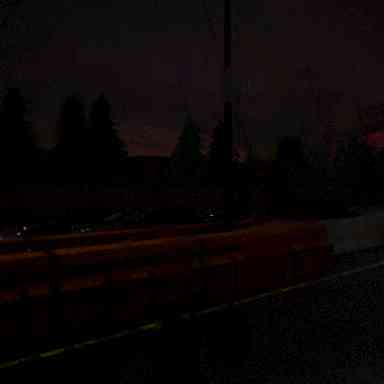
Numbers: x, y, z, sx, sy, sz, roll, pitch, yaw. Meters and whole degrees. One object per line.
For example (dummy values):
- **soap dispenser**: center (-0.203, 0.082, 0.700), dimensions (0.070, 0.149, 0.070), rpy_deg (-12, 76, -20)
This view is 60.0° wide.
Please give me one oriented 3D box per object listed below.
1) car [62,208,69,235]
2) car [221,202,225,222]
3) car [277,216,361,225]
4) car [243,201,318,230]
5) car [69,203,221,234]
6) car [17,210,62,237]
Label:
- **car**: center (-2.967, 1.488, 14.748), dimensions (4.674, 1.442, 1.812), rpy_deg (0, 0, -35)
- **car**: center (2.588, 1.409, 23.004), dimensions (4.892, 1.490, 1.837), rpy_deg (0, 0, -35)
- **car**: center (6.889, 1.449, 17.478), dimensions (5.357, 1.411, 2.033), rpy_deg (0, 0, -35)
- **car**: center (5.599, 1.402, 20.837), dimensions (4.892, 1.490, 1.837), rpy_deg (0, 0, -35)
- **car**: center (-1.518, 1.319, 11.482), dimensions (4.553, 1.767, 2.097), rpy_deg (0, 0, -35)
- **car**: center (-5.864, 1.517, 16.979), dimensions (5.357, 1.411, 2.033), rpy_deg (0, 0, -35)
